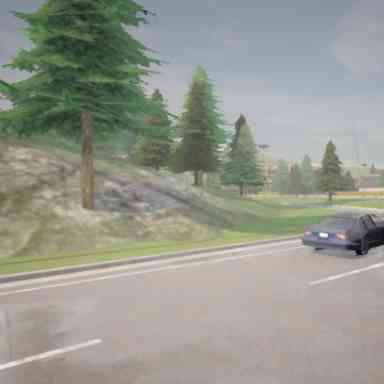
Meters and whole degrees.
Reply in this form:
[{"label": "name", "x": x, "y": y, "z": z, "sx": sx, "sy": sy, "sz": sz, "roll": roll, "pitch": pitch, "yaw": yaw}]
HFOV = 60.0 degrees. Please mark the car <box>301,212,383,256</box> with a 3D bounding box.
[{"label": "car", "x": 6.382, "y": 1.513, "z": 13.037, "sx": 5.357, "sy": 1.411, "sz": 2.033, "roll": 0, "pitch": 0, "yaw": -41}]
